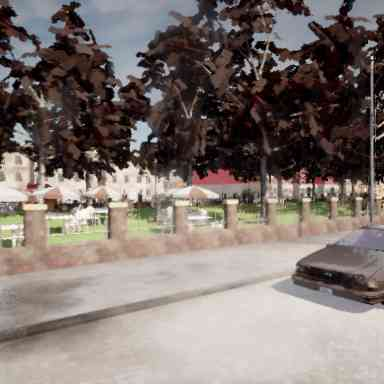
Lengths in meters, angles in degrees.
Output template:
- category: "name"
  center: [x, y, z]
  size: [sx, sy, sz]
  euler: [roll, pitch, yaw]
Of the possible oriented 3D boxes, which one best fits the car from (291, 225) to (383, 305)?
- category: "car"
  center: [4.771, 1.531, 8.035]
  size: [5.357, 1.411, 2.033]
  euler: [0, 0, -36]
